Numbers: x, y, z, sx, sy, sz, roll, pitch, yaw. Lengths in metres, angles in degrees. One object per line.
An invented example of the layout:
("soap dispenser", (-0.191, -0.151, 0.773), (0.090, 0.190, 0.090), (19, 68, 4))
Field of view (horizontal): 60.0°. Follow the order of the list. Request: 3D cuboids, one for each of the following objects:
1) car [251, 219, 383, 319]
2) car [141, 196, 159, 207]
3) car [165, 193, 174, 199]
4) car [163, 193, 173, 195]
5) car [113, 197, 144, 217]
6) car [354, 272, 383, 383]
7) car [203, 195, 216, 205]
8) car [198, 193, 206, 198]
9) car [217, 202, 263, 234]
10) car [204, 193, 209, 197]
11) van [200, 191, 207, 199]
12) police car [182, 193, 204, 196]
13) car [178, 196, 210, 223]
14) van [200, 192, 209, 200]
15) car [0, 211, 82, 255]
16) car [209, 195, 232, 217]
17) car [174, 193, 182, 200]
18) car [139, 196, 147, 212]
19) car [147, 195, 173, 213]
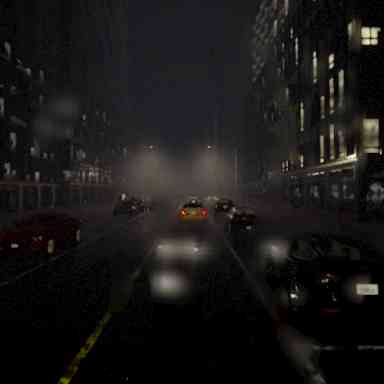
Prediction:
("car", (2.699, 1.522, 7.201), (1.947, 1.339, 4.313), (1, 0, 0))
("car", (-5.675, 1.261, 45.808), (1.947, 1.339, 4.313), (1, 0, 0))
("car", (-5.669, 0.961, 84.830), (1.947, 1.339, 4.313), (1, 0, 0))
("car", (-5.669, 0.925, 73.680), (1.967, 1.590, 4.097), (1, 0, 0))
("car", (-5.678, 1.397, 29.087), (1.802, 1.307, 4.206), (1, 0, 0))
("car", (2.698, 1.572, 1.528), (1.802, 1.307, 4.206), (1, 0, 0))
("car", (2.706, 1.237, 51.362), (1.802, 1.307, 4.206), (1, 0, 0))
("car", (2.712, 0.894, 90.399), (1.887, 1.381, 4.507), (1, 0, 0))
("car", (2.701, 1.440, 17.899), (2.008, 1.369, 4.403), (1, 0, 0))
("car", (2.705, 1.246, 45.784), (2.008, 1.369, 4.403), (1, 0, 0))
("van", (2.713, 0.782, 79.244), (1.690, 1.788, 3.998), (1, 0, 0))
("police car", (0.104, 1.232, 41.324), (2.038, 1.542, 4.974), (0, 0, 0))
("car", (0.105, 1.306, 23.984), (1.801, 1.575, 5.366), (0, 0, 0))
("van", (2.713, 0.826, 73.667), (1.690, 1.788, 3.998), (1, 0, 0))
("car", (-5.680, 1.466, 12.907), (1.887, 1.381, 4.507), (1, 0, 0))
("car", (2.704, 1.255, 29.053), (1.967, 1.590, 4.097), (1, 0, 0))
("car", (-2.991, 0.911, 74.719), (1.837, 1.490, 4.892), (0, 0, 0))
("car", (-5.675, 1.215, 34.659), (1.967, 1.590, 4.097), (1, 0, 0))
("car", (-3.092, 1.310, 33.429), (1.812, 1.442, 4.674), (0, 0, 0))
